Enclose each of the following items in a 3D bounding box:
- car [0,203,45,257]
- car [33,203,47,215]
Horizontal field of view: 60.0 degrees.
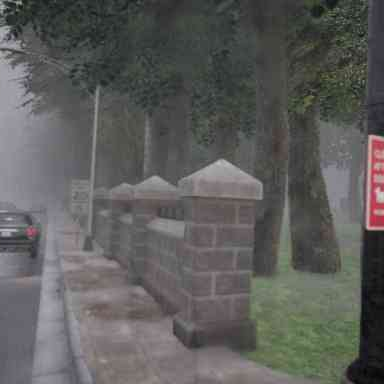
[{"bbox_3d":[-7.290,1.506,13.505,2.097,1.767,4.553,4,-2,-23],"label":"car"},{"bbox_3d":[-19.440,2.086,41.950,1.994,1.385,4.181,4,-2,-23],"label":"car"}]
